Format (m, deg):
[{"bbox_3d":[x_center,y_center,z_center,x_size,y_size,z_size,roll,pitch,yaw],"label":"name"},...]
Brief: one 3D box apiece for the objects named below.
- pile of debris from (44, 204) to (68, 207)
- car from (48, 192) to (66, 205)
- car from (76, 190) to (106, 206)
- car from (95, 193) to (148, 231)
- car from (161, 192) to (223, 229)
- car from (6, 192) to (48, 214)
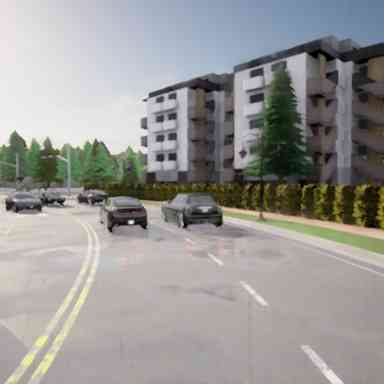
[{"bbox_3d":[-12.762,1.286,31.265,1.500,0.140,1.860,-2,2,-44],"label":"pile of debris"},{"bbox_3d":[-14.286,0.671,32.674,1.895,1.301,4.718,-2,2,-44],"label":"car"},{"bbox_3d":[-9.815,0.560,32.872,1.837,1.490,4.892,-1,2,-41],"label":"car"},{"bbox_3d":[-3.588,1.013,16.932,1.837,1.490,4.892,0,2,-22],"label":"car"},{"bbox_3d":[-0.136,0.832,17.602,2.097,1.767,4.553,-1,2,-21],"label":"car"},{"bbox_3d":[-13.105,0.774,25.861,1.837,1.490,4.892,-1,2,-40],"label":"car"}]
